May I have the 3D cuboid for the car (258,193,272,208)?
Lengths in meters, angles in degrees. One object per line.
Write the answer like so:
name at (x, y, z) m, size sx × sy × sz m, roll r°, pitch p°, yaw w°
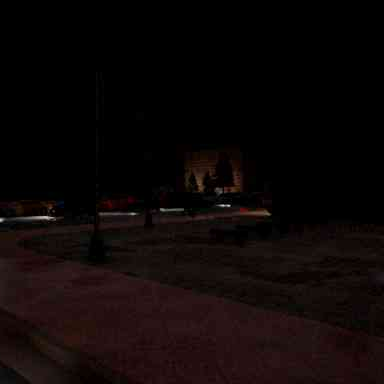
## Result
car at (12.014, 1.352, 48.004) m, size 2.097 × 1.767 × 4.553 m, roll 0°, pitch 0°, yaw 41°

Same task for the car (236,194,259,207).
car at (9.121, 1.505, 50.010) m, size 1.837 × 1.490 × 4.892 m, roll 0°, pitch 0°, yaw 41°

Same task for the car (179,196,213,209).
car at (0.865, 1.601, 45.855) m, size 1.895 × 1.301 × 4.718 m, roll 0°, pitch 0°, yaw 40°

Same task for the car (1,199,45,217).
car at (-15.872, 1.478, 31.496) m, size 1.882 × 1.535 × 5.008 m, roll 0°, pitch 0°, yaw 40°

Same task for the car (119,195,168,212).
car at (-5.549, 1.478, 38.282) m, size 1.882 × 1.535 × 5.008 m, roll 0°, pitch 0°, yaw 40°

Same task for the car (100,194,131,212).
car at (-9.457, 1.221, 39.079) m, size 2.150 × 2.045 × 5.566 m, roll 0°, pitch 0°, yaw 41°

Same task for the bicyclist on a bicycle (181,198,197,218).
bicyclist on a bicycle at (-0.264, 1.301, 26.744) m, size 1.656 × 1.620 × 0.582 m, roll 0°, pitch 0°, yaw 40°

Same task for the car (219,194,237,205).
car at (7.027, 1.566, 58.451) m, size 1.994 × 1.385 × 4.181 m, roll 0°, pitch 0°, yaw 40°

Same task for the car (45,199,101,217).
car at (-11.220, 1.564, 31.569) m, size 1.994 × 1.385 × 4.181 m, roll 0°, pitch 0°, yaw 40°

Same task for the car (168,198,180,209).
car at (-2.702, 1.547, 47.070) m, size 2.033 × 1.411 × 5.357 m, roll 0°, pitch 0°, yaw 40°
